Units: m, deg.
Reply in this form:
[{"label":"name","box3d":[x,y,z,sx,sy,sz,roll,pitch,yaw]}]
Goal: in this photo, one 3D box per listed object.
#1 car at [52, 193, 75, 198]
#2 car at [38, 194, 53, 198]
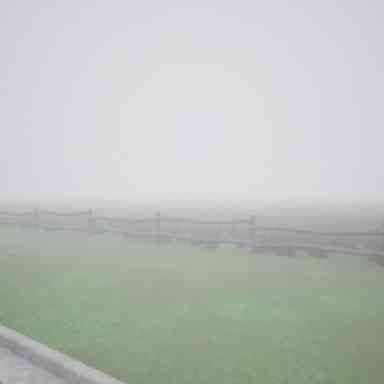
[{"label":"car","box3d":[-33.173,1.346,85.954,1.895,1.301,4.718,0,0,12]},{"label":"car","box3d":[-36.689,1.273,86.251,2.033,1.411,5.357,0,0,12]}]
